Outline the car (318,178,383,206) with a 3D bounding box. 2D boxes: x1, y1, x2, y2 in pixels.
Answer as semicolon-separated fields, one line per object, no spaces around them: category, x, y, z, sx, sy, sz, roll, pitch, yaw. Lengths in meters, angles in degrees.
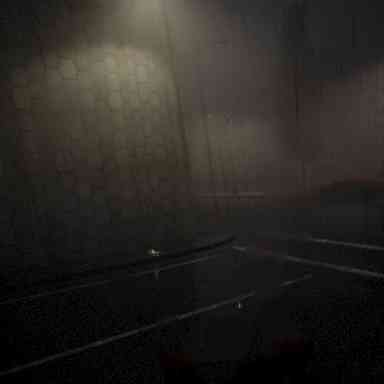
car;9.981;-0.095;19.700;1.882;1.535;5.008;-9;4;-35
